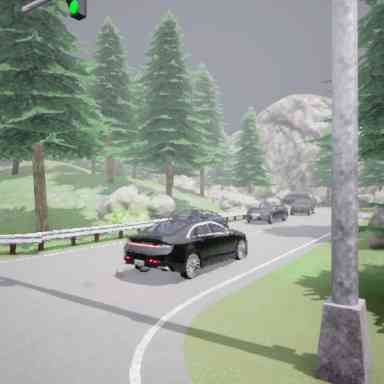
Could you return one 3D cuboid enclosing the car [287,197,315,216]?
[{"bbox_3d":[11.230,1.518,33.608,1.837,1.490,4.892,0,0,27],"label":"car"}]

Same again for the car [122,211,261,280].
[{"bbox_3d":[0.058,1.561,10.221,2.128,1.511,4.902,0,-1,34],"label":"car"}]

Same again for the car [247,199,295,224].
[{"bbox_3d":[5.717,1.505,25.006,2.128,1.511,4.902,0,0,34],"label":"car"}]

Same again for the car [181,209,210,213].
[{"bbox_3d":[0.139,1.577,16.772,1.994,1.385,4.181,0,0,34],"label":"car"}]

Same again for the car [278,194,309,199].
[{"bbox_3d":[15.938,1.317,52.522,2.150,2.045,5.566,3,-2,-35],"label":"car"}]
